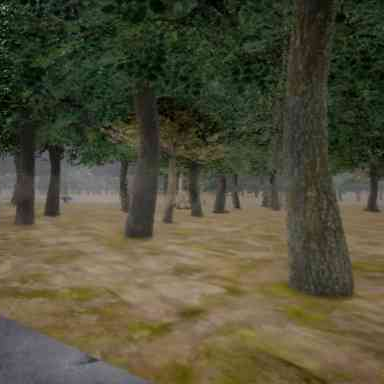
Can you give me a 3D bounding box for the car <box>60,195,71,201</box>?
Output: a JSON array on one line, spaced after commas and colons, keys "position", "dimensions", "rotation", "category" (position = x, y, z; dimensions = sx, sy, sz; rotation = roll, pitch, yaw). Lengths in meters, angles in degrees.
[{"position": [-31.502, 1.403, 80.129], "dimensions": [1.837, 1.490, 4.892], "rotation": [2, -1, 37], "category": "car"}]
